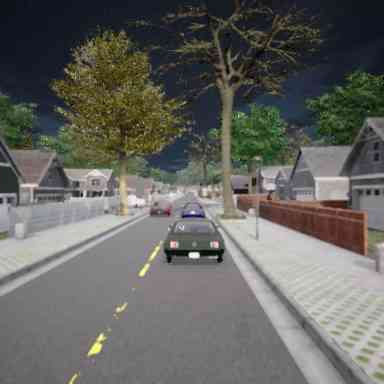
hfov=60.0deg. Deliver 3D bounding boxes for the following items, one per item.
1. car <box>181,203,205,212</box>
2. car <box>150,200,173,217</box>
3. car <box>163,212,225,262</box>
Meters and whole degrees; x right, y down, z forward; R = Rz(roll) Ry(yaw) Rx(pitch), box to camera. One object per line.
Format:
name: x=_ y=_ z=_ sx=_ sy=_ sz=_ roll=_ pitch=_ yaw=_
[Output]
car: x=0.077 y=1.588 z=28.200 sx=1.994 sy=1.385 sz=4.181 roll=0 pitch=0 yaw=0
car: x=-2.848 y=1.504 z=31.561 sx=1.882 sy=1.535 sz=5.008 roll=0 pitch=0 yaw=0
car: x=0.080 y=1.612 z=12.186 sx=1.895 sy=1.301 sz=4.718 roll=0 pitch=0 yaw=0
